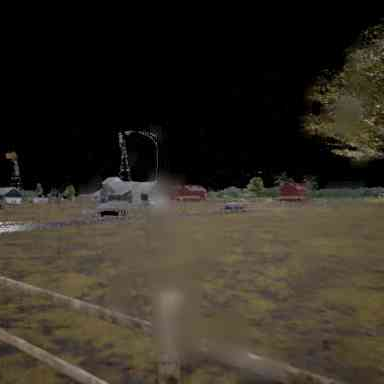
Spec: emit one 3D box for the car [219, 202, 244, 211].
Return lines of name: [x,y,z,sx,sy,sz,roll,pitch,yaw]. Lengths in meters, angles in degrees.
car: [6.625,2.391,54.876,2.033,1.411,5.357,-2,-2,36]

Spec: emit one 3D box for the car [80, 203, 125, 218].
car: [-8.862,1.878,33.364,2.128,1.511,4.902,-2,-2,36]
